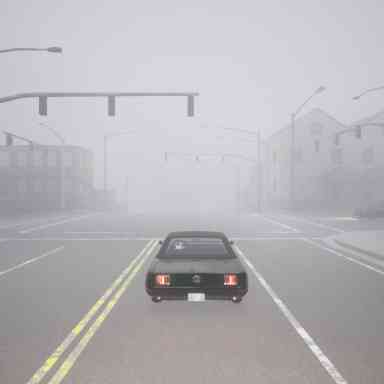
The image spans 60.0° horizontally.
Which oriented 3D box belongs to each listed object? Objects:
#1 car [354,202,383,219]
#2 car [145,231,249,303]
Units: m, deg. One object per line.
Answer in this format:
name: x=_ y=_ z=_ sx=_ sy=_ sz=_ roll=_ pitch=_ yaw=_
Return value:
car: x=16.029 y=1.564 z=28.152 sx=4.181 sy=1.385 sz=1.994 roll=0 pitch=0 yaw=0
car: x=0.103 y=1.601 z=8.187 sx=1.895 sy=1.301 sz=4.718 roll=0 pitch=0 yaw=0
